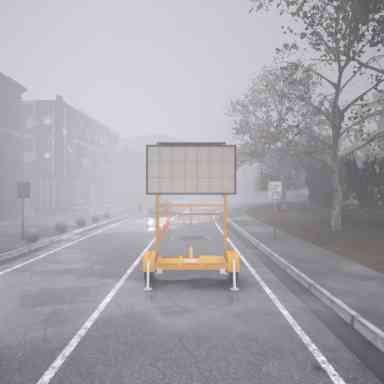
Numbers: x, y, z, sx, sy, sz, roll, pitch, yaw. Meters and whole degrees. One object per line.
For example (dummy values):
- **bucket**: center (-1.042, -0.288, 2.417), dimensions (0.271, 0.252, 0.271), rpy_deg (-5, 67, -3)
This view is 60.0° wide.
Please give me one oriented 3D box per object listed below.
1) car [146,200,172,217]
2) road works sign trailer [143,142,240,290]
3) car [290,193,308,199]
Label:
- **car**: center (-3.029, 1.501, 31.543), dimensions (2.128, 1.511, 4.902), rpy_deg (0, 0, 4)
- **road works sign trailer**: center (-0.022, 0.467, 9.028), dimensions (2.380, 3.560, 2.880), rpy_deg (0, 0, 0)
- **car**: center (24.857, 0.899, 77.301), dimensions (4.902, 1.511, 2.128), rpy_deg (-2, 0, -32)
